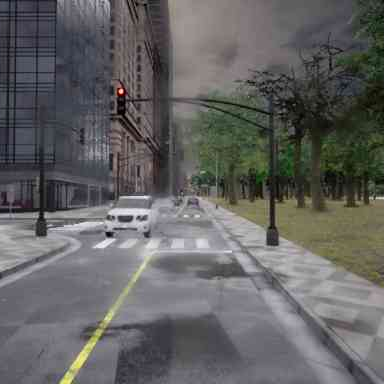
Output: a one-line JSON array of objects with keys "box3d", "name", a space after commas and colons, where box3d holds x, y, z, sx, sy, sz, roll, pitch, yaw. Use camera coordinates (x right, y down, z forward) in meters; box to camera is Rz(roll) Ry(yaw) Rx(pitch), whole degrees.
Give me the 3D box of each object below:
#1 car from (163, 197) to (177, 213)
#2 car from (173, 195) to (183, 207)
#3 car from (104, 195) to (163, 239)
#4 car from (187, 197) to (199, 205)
[{"box3d": [-3.035, 1.602, 38.692, 1.812, 1.442, 4.674, 0, 0, 0], "name": "car"}, {"box3d": [-2.997, 1.687, 54.841, 2.033, 1.411, 5.357, 0, 0, 0], "name": "car"}, {"box3d": [-3.056, 1.186, 17.933, 2.150, 2.045, 5.566, 1, 0, 0], "name": "car"}, {"box3d": [0.203, 1.655, 60.650, 2.128, 1.511, 4.902, 0, 0, 0], "name": "car"}]
